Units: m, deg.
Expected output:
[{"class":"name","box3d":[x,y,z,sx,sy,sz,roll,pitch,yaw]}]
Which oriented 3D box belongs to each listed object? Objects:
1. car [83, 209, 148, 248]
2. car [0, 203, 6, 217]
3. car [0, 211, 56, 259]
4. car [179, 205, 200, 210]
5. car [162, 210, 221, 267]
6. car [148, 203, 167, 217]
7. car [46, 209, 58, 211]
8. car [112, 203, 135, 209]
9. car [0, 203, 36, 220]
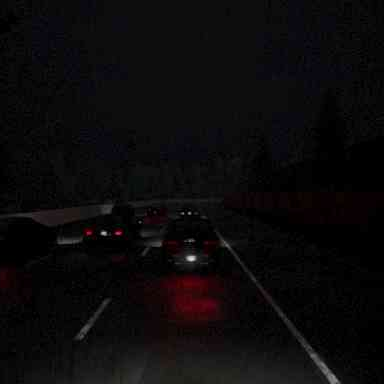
[{"class":"car","box3d":[-3.561,1.739,15.814,2.033,1.411,5.357,0,-1,-1]},{"class":"car","box3d":[-21.449,1.936,34.192,1.837,1.490,4.892,0,-1,-1]},{"class":"car","box3d":[-7.040,1.691,13.167,1.812,1.442,4.674,0,0,0]},{"class":"car","box3d":[-0.221,1.910,30.798,2.033,1.411,5.357,0,-1,-1]},{"class":"car","box3d":[-0.033,1.648,11.913,1.837,1.490,4.892,0,0,0]},{"class":"car","box3d":[-3.788,1.957,36.229,1.812,1.442,4.674,0,-1,-1]},{"class":"car","box3d":[-14.448,1.985,34.128,1.994,1.385,4.181,0,-1,-1]},{"class":"car","box3d":[-7.265,1.928,35.138,1.837,1.490,4.892,0,-1,-1]},{"class":"car","box3d":[-17.946,1.950,33.951,1.812,1.442,4.674,0,-1,-1]}]
